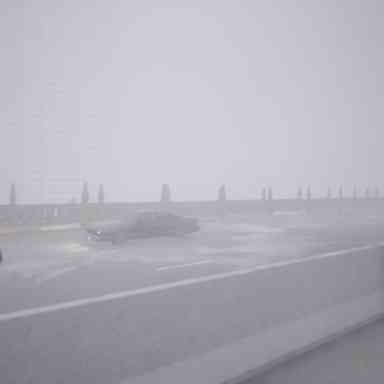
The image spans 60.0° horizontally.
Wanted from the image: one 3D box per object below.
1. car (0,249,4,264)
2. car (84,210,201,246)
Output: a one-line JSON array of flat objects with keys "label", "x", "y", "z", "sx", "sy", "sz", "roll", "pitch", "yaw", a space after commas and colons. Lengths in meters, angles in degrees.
[{"label": "car", "x": -7.061, "y": 1.604, "z": 7.554, "sx": 4.718, "sy": 1.301, "sz": 1.895, "roll": 0, "pitch": 0, "yaw": -35}, {"label": "car", "x": -2.105, "y": 1.531, "z": 15.388, "sx": 5.357, "sy": 1.411, "sz": 2.033, "roll": 0, "pitch": 0, "yaw": -35}]
